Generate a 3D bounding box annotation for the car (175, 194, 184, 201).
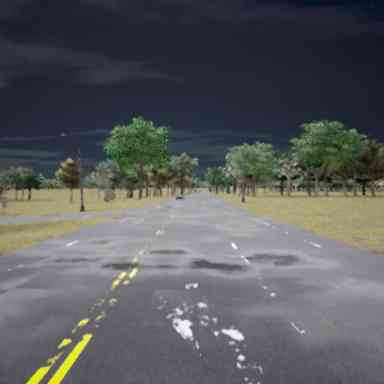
[{"bbox_3d":[-2.672,1.196,73.774,2.033,1.411,5.357,0,1,2],"label":"car"}]
